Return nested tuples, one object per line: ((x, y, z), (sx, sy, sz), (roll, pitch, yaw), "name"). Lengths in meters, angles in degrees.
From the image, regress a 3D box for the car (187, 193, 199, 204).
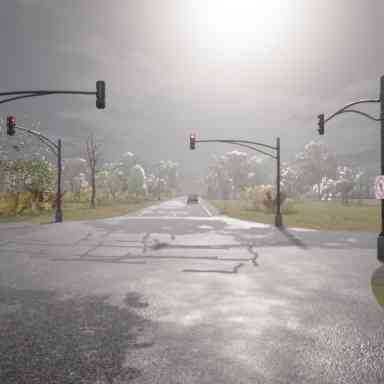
((0.175, 1.293, 67.639), (2.150, 2.045, 5.566), (0, 0, 0), "car")
